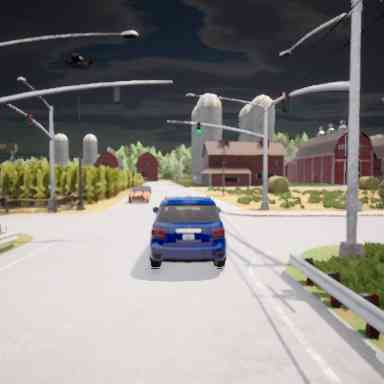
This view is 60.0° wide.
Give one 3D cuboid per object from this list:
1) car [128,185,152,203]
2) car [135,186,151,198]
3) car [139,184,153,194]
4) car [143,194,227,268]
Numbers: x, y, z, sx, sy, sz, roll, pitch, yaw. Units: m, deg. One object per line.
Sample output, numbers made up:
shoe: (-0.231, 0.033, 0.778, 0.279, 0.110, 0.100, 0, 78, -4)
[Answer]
car: (-5.488, 0.182, 34.803, 2.097, 1.767, 4.553, 0, 3, -6)
car: (-6.485, -0.044, 44.487, 1.994, 1.385, 4.181, 0, 3, -7)
car: (-7.511, -0.496, 54.468, 1.994, 1.385, 4.181, 0, 3, -6)
car: (-0.169, 1.117, 11.130, 2.150, 2.045, 5.566, 0, 2, -2)
